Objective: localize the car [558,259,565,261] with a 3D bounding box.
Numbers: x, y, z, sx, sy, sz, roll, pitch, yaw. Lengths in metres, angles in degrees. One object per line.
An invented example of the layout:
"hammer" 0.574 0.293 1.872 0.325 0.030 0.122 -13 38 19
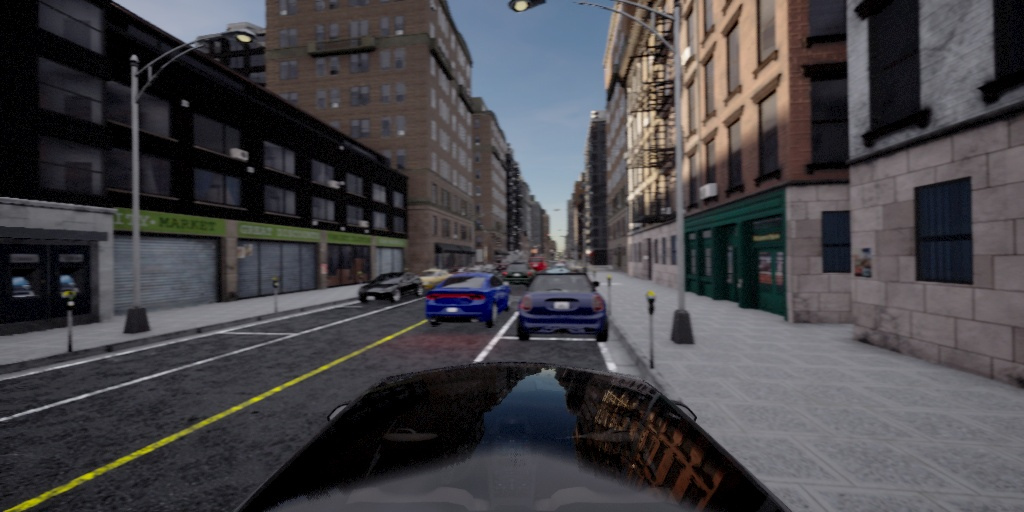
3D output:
"car" 5.166 1.387 38.386 1.751 1.417 4.829 0 0 8

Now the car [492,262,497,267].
"car" -2.799 1.533 39.375 2.007 1.370 4.403 0 0 8

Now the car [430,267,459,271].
"car" -5.149 1.463 23.135 1.751 1.417 4.829 0 0 8

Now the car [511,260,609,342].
"car" 1.410 1.126 10.073 2.097 1.767 4.553 -1 0 8

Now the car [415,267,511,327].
"car" -1.237 1.299 11.949 1.882 1.535 5.008 -1 -1 8

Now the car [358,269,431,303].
"car" -5.899 1.487 17.947 1.948 1.339 4.313 0 0 8

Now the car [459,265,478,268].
"car" -4.349 1.536 28.661 1.802 1.307 4.207 0 0 8

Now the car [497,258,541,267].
"car" 0.607 1.213 24.713 2.097 1.767 4.553 -1 0 8

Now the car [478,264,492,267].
"car" -3.574 1.520 34.018 2.007 1.370 4.403 0 0 8

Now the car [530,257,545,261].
"car" 2.987 1.130 41.869 2.150 2.045 5.566 -1 0 8
